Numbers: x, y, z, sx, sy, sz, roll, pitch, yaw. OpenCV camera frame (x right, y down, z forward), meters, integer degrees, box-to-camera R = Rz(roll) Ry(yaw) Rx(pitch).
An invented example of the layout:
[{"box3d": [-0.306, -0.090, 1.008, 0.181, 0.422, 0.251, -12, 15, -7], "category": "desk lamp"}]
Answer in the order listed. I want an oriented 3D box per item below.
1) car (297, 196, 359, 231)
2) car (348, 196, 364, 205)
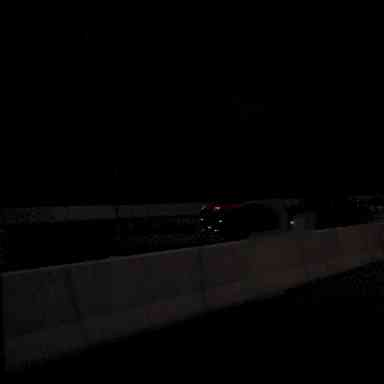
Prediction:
[{"box3d": [7.263, 1.242, 18.965, 5.566, 2.045, 2.150, 0, 0, -42], "category": "car"}, {"box3d": [29.890, 1.538, 60.507, 1.882, 1.535, 5.008, 0, 0, 36], "category": "car"}]
